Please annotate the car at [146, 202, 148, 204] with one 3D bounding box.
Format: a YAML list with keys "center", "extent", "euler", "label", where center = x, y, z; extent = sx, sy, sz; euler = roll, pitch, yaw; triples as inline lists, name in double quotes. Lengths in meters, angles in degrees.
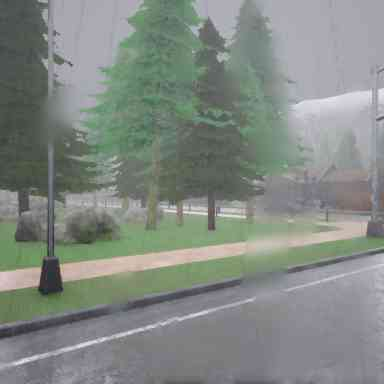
- center: [-4.984, 1.477, 49.541]
  extent: [2.128, 1.511, 4.902]
  euler: [0, 0, -38]
  label: "car"

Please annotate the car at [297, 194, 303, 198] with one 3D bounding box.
- center: [14.856, 1.161, 44.179]
  extent: [3.866, 1.878, 1.905]
  euler: [0, 0, -37]
  label: "car"

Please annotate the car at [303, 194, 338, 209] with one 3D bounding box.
- center: [16.682, 1.160, 42.408]
  extent: [4.605, 1.855, 1.932]
  euler: [0, 0, -37]
  label: "car"

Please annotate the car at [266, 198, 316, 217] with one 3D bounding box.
- center: [8.959, 1.550, 31.149]
  extent: [1.994, 1.385, 4.181]
  euler: [0, 0, -37]
  label: "car"
